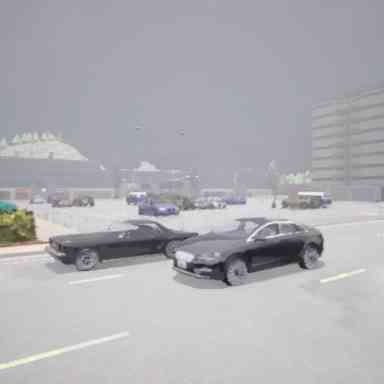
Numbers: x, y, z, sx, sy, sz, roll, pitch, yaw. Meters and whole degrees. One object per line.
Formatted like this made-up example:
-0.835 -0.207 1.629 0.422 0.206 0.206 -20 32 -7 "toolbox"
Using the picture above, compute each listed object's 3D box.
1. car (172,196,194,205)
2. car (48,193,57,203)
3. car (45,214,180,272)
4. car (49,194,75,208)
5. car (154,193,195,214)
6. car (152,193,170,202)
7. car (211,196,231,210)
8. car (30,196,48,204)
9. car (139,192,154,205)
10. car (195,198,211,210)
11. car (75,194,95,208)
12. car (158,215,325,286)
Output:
-1.500 1.422 56.658 1.970 1.475 3.806 0 0 -35 "car"
-25.363 1.194 61.196 1.905 1.878 3.866 0 0 -35 "car"
-2.206 1.596 10.956 4.718 1.301 1.895 0 0 -35 "car"
-17.682 1.406 45.259 1.784 1.438 3.905 0 0 -35 "car"
-2.075 1.191 37.738 1.932 1.855 4.605 0 0 -35 "car"
-6.927 1.174 74.126 1.932 1.855 4.605 0 0 -35 "car"
2.461 1.428 40.985 1.970 1.475 3.806 0 0 -35 "car"
-27.738 1.435 59.541 1.970 1.475 3.806 0 0 -35 "car"
-9.327 1.179 72.506 1.905 1.878 3.866 0 0 -35 "car"
0.092 1.399 39.322 1.784 1.438 3.905 0 0 -35 "car"
-15.275 1.193 46.871 1.932 1.855 4.605 0 0 -35 "car"
1.762 1.486 9.459 4.902 1.511 2.128 0 0 -35 "car"
